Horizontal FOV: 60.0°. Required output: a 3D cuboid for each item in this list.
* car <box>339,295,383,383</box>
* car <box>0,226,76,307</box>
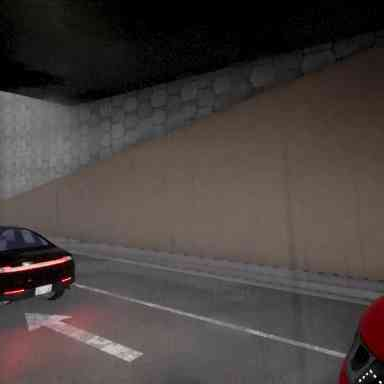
[{"bbox_3d":[3.618,1.221,1.362,5.566,2.045,2.150,0,0,35],"label":"car"},{"bbox_3d":[-4.557,1.492,7.222,4.902,1.511,2.128,0,0,36],"label":"car"}]
